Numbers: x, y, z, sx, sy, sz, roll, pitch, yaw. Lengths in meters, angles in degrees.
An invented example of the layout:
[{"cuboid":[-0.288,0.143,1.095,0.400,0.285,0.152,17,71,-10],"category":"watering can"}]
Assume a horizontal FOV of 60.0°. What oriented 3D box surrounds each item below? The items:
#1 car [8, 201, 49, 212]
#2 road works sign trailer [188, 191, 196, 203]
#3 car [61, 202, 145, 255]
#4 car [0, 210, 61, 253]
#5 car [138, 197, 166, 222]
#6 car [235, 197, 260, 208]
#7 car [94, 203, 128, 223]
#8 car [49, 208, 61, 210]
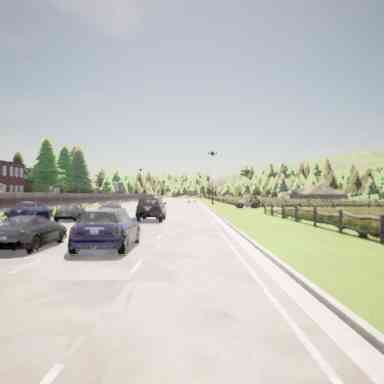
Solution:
[{"cuboid":[-14.013,1.616,29.070,2.097,1.767,4.553,0,-1,0],"category":"car"},{"cuboid":[-0.047,1.320,93.853,2.380,3.560,2.880,0,-1,0],"category":"road works sign trailer"},{"cuboid":[-3.505,1.479,14.076,2.097,1.767,4.553,0,-1,0],"category":"car"},{"cuboid":[-7.005,1.696,14.321,1.994,1.385,4.181,0,0,0],"category":"car"},{"cuboid":[-3.514,1.482,29.008,2.150,2.045,5.566,0,0,0],"category":"car"},{"cuboid":[8.894,1.697,53.056,3.866,1.878,1.905,0,-1,0],"category":"car"},{"cuboid":[-7.012,1.775,29.297,1.837,1.490,4.892,0,0,0],"category":"car"},{"cuboid":[-10.513,1.832,29.319,1.994,1.385,4.181,0,0,0],"category":"car"}]
